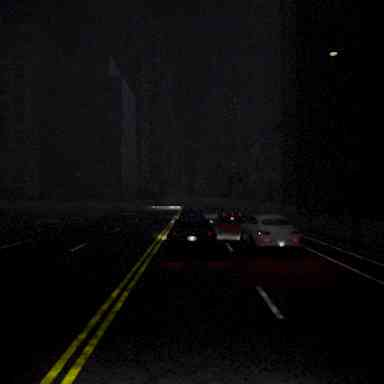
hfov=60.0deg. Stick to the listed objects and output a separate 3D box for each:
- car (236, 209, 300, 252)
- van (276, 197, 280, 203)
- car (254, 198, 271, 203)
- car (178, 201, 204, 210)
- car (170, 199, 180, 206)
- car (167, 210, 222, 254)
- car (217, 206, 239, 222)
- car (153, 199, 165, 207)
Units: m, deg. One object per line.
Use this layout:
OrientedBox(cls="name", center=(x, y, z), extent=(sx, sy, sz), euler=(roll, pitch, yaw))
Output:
OrientedBox(cls="car", center=(3.252, 1.662, 14.360), extent=(1.812, 1.442, 4.674), euler=(0, 0, 0))
OrientedBox(cls="van", center=(24.738, 2.137, 90.293), extent=(3.998, 1.788, 1.690), euler=(0, 0, 0))
OrientedBox(cls="car", center=(19.120, 2.358, 90.315), extent=(4.403, 1.369, 2.008), euler=(0, 0, 0))
OrientedBox(cls="car", center=(0.002, 1.755, 29.452), extent=(1.882, 1.535, 5.008), euler=(0, 0, 0))
OrientedBox(cls="car", center=(-3.274, 2.123, 66.736), extent=(2.128, 1.511, 4.902), euler=(0, -1, 1))
OrientedBox(cls="car", center=(0.002, 1.699, 14.222), extent=(1.994, 1.385, 4.181), euler=(0, 0, 0))
OrientedBox(cls="car", center=(3.248, 1.875, 29.070), extent=(1.895, 1.301, 4.718), euler=(0, 0, 0))
OrientedBox(cls="car", center=(-6.517, 2.166, 66.459), extent=(2.033, 1.411, 5.357), euler=(0, -1, 0))
